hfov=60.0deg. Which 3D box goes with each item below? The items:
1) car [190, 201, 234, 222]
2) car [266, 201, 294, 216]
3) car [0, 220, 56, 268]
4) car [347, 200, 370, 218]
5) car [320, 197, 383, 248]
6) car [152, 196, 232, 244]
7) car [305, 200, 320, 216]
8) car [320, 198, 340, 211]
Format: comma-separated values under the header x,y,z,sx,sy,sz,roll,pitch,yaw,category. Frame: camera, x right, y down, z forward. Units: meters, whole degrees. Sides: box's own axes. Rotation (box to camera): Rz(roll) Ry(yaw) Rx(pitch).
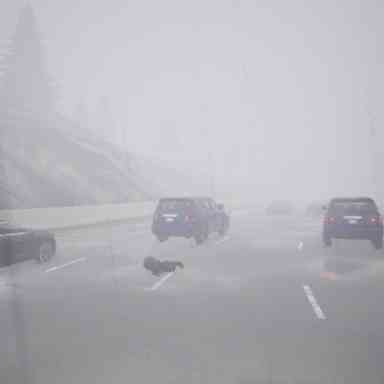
x,y,z,sx,sy,sz,roll,pitch,yaw,category
1.743,1.533,27.560,1.812,1.442,4.674,0,0,28,car
8.867,1.572,33.328,1.994,1.385,4.181,0,0,28,car
-5.781,1.494,9.237,2.128,1.511,4.902,0,0,11,car
15.790,1.535,31.431,1.812,1.442,4.674,0,0,28,car
7.204,1.225,15.108,2.150,2.045,5.566,0,0,24,car
0.108,1.226,16.120,2.150,2.045,5.566,0,0,22,car
12.244,1.535,32.228,1.812,1.442,4.674,0,0,29,car
17.190,1.537,41.291,1.812,1.442,4.674,0,0,28,car
